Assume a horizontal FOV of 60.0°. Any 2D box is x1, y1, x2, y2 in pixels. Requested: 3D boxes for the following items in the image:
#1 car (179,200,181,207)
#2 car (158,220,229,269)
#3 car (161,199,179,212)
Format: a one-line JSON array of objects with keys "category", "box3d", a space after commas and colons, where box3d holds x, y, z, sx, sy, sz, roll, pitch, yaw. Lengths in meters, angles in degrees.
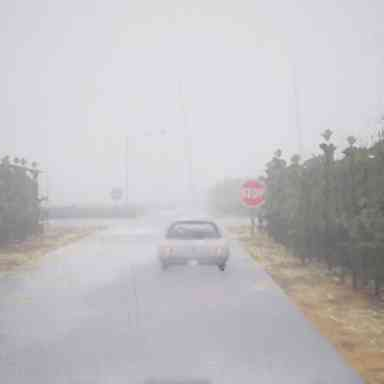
[{"category": "car", "box3d": [-3.218, 2.091, 64.819, 1.882, 1.535, 5.008, 0, 0, 0]}, {"category": "car", "box3d": [0.050, 1.563, 10.905, 1.895, 1.301, 4.718, 0, 0, 0]}, {"category": "car", "box3d": [-3.267, 1.962, 46.736, 2.033, 1.411, 5.357, 0, -1, 0]}]
